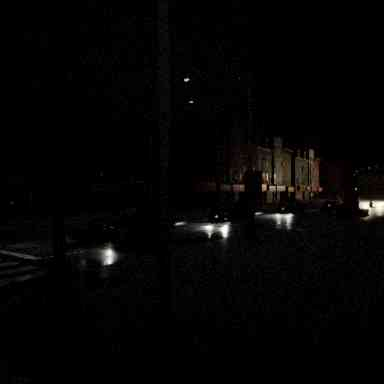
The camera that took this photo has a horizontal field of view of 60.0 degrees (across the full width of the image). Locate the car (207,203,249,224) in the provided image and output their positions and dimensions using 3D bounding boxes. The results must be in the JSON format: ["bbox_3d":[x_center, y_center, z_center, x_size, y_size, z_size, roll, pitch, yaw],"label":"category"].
[{"bbox_3d":[2.852,1.531,24.776,1.994,1.385,4.181,-1,0,35],"label":"car"}]

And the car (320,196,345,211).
[{"bbox_3d":[16.603,1.470,38.986,1.994,1.385,4.181,-1,0,36],"label":"car"}]

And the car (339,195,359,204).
[{"bbox_3d":[22.358,1.487,47.101,1.895,1.301,4.718,-1,0,36],"label":"car"}]

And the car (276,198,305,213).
[{"bbox_3d":[10.635,1.429,35.599,2.128,1.511,4.902,-1,0,36],"label":"car"}]

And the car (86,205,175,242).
[{"bbox_3d":[-2.909,1.464,16.738,1.882,1.535,5.008,-1,0,37],"label":"car"}]
